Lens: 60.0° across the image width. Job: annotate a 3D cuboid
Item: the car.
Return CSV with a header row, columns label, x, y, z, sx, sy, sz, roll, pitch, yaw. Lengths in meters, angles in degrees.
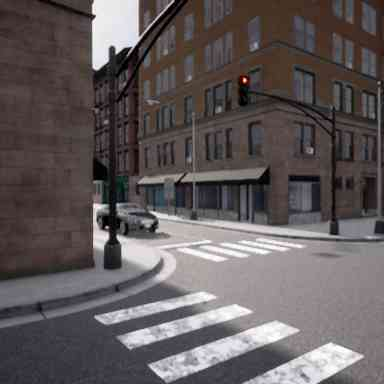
label,x,y,z,sx,sy,sz,roll,pitch,yaw
car,-3.619,1.368,18.156,2.128,1.511,4.902,0,1,-37
